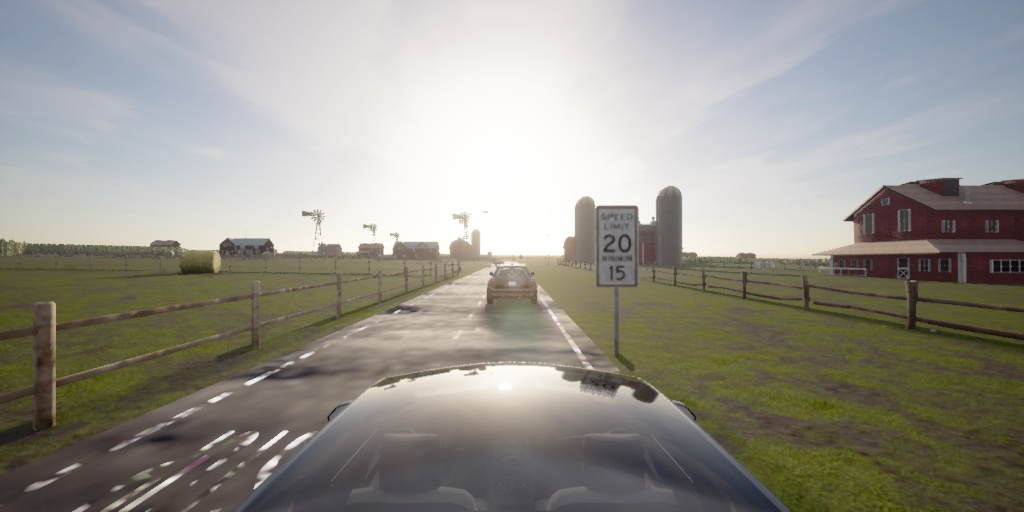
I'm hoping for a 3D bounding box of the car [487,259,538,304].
[{"bbox_3d":[0.005,1.125,16.469,2.097,1.767,4.553,0,0,0],"label":"car"}]
